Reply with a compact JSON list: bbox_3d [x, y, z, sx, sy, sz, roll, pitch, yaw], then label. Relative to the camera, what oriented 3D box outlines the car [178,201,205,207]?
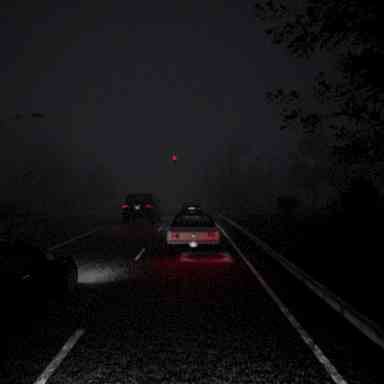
[{"bbox_3d":[-0.015,1.466,26.822,1.837,1.490,4.892,0,-1,0],"label":"car"}]

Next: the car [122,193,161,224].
[{"bbox_3d":[-3.503,1.137,23.901,2.150,2.045,5.566,0,-1,0],"label":"car"}]

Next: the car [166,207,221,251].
[{"bbox_3d":[0.037,1.495,13.547,1.895,1.301,4.718,0,0,0],"label":"car"}]

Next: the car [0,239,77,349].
[{"bbox_3d":[-3.422,1.482,5.403,1.812,1.442,4.674,0,0,0],"label":"car"}]
